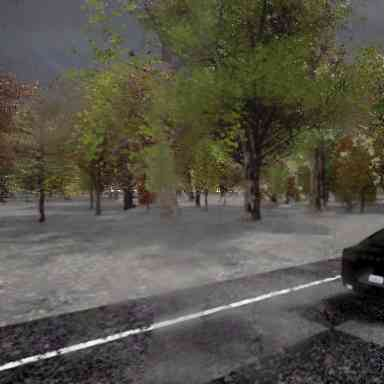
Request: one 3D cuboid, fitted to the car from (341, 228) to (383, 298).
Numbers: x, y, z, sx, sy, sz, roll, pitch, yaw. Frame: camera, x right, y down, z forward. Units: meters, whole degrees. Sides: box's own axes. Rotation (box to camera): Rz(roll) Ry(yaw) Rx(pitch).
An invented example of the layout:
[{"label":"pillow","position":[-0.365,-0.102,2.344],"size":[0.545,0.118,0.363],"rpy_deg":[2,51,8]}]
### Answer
[{"label":"car","position":[5.455,1.479,7.670],"size":[5.008,1.535,1.882],"rpy_deg":[0,0,-36]}]
